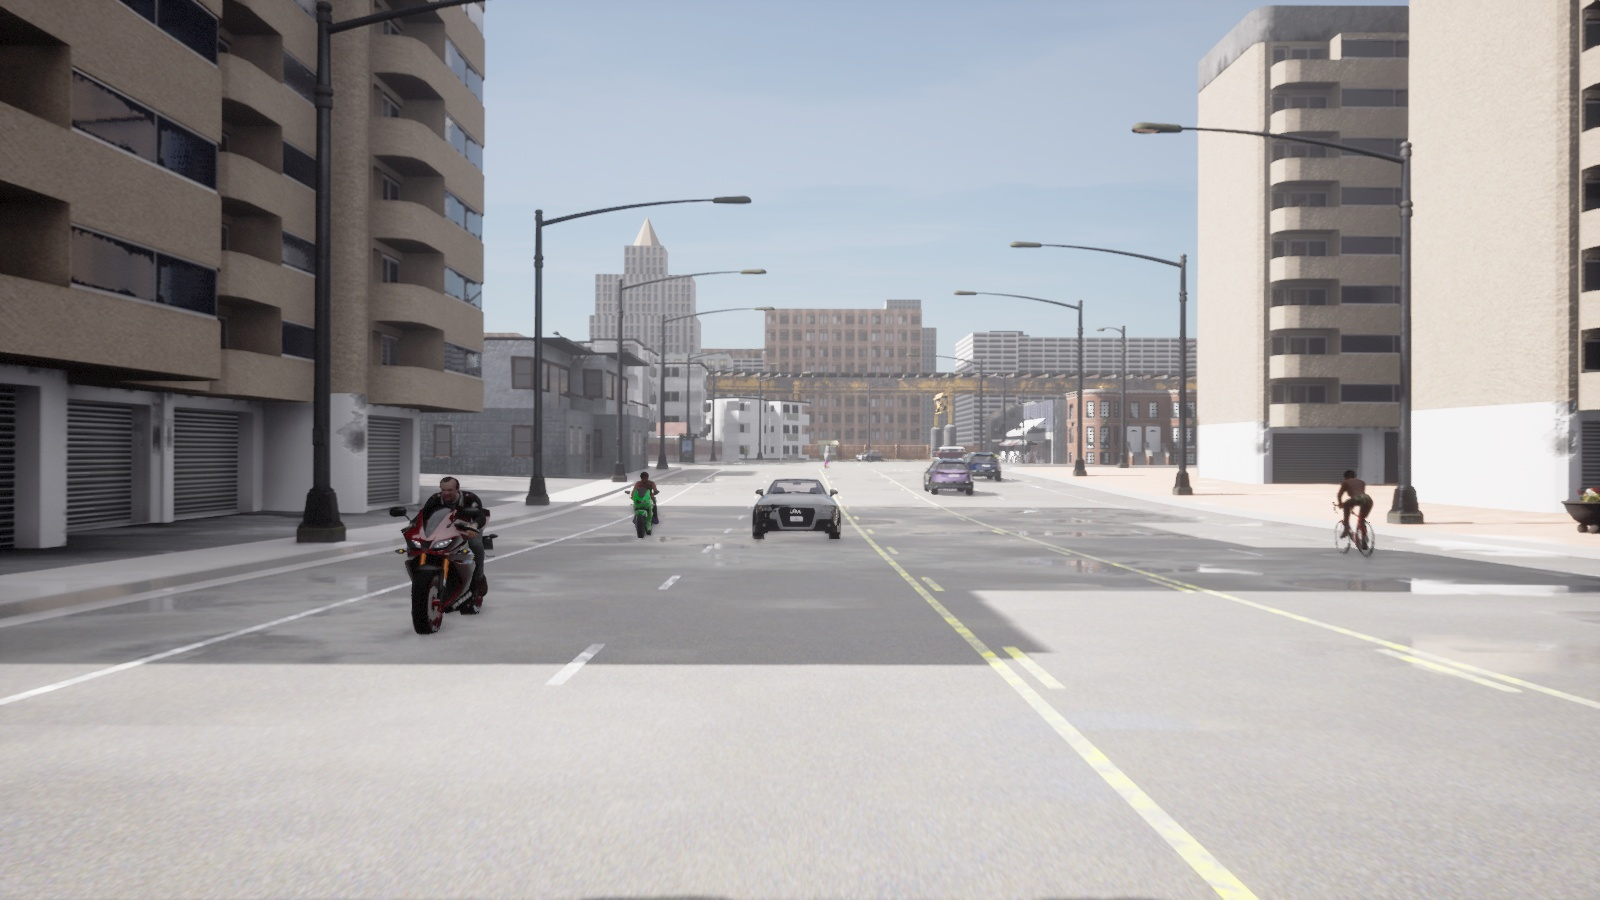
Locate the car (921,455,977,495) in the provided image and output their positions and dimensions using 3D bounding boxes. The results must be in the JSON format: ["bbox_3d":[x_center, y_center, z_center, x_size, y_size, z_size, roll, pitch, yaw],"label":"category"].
[{"bbox_3d":[6.862,1.118,58.416,2.033,1.649,4.856,0,1,0],"label":"car"}]

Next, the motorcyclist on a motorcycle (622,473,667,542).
[{"bbox_3d":[-3.567,1.290,28.964,0.797,1.523,2.044,0,-1,0],"label":"motorcyclist on a motorcycle"}]

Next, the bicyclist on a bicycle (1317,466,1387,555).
[{"bbox_3d":[10.445,1.121,23.814,0.582,1.620,1.656,0,-1,0],"label":"bicyclist on a bicycle"}]

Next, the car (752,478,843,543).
[{"bbox_3d":[-0.068,1.368,29.680,1.994,1.385,4.181,0,-1,0],"label":"car"}]

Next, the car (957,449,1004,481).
[{"bbox_3d":[10.328,0.819,72.212,2.033,1.649,4.856,0,1,0],"label":"car"}]

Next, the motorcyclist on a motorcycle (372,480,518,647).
[{"bbox_3d":[-3.529,1.075,12.719,0.866,1.530,2.191,0,-1,0],"label":"motorcyclist on a motorcycle"}]
